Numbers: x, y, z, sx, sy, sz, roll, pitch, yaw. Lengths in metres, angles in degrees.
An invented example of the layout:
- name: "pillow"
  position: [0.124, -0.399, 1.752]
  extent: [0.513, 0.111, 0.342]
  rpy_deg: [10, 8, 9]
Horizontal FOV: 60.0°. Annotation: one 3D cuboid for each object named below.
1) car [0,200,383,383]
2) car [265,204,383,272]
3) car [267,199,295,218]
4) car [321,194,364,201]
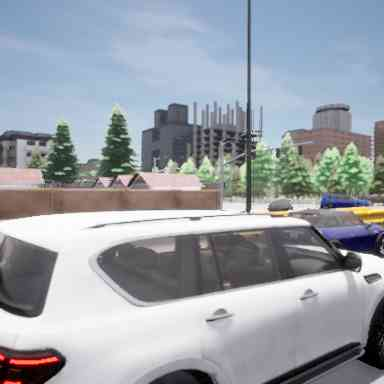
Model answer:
- name: "car"
  position: [0.474, 1.229, 4.083]
  extent: [5.566, 2.045, 2.150]
  rpy_deg: [0, 0, -35]
- name: "car"
  position: [4.881, 1.378, 11.518]
  extent: [4.553, 1.767, 2.097]
  rpy_deg: [0, 0, -35]
- name: "car"
  position: [8.826, 1.539, 32.720]
  extent: [1.882, 1.535, 5.008]
  rpy_deg: [2, 1, 24]
- name: "car"
  position: [17.623, 1.306, 38.161]
  extent: [5.566, 2.045, 2.150]
  rpy_deg: [0, 0, 41]
